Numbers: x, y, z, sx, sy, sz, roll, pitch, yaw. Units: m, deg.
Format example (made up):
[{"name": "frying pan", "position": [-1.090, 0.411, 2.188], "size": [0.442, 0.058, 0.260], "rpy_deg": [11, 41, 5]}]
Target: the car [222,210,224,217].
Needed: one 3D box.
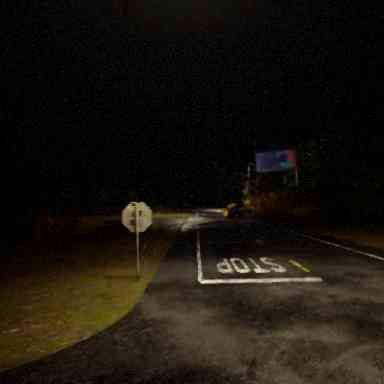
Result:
[{"name": "car", "position": [6.203, 3.385, 55.705], "size": [1.882, 1.535, 5.008], "rpy_deg": [-1, -2, 1]}]

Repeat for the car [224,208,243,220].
[{"name": "car", "position": [6.102, 3.074, 47.123], "size": [1.882, 1.535, 5.008], "rpy_deg": [-1, -2, 1]}]
